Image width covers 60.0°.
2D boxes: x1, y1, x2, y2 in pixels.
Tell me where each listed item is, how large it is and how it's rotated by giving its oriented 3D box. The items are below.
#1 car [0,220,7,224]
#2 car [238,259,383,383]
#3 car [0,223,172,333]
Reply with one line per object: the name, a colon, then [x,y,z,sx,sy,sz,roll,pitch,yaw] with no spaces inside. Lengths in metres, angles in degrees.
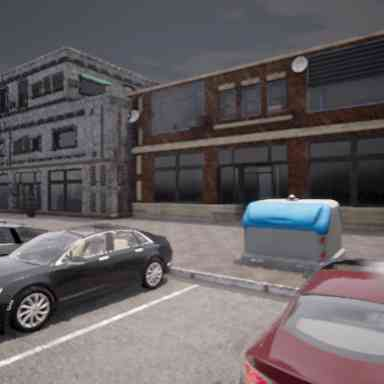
car: [-4.661,1.516,8.659,2.163,1.488,4.792,0,0,35]
car: [2.135,1.520,3.831,2.002,1.452,4.674,0,0,35]
car: [-2.402,1.484,7.039,2.231,1.521,4.892,0,0,35]
